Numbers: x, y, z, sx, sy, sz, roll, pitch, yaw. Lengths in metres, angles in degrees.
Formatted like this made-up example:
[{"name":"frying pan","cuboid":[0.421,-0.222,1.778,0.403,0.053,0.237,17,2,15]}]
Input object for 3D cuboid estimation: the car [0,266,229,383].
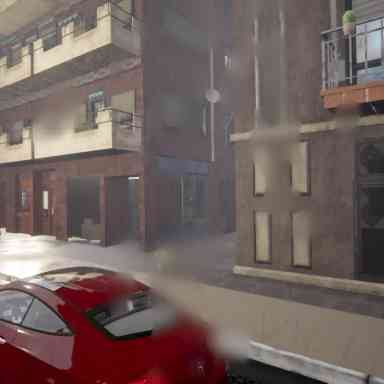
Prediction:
[{"name":"car","cuboid":[-1.581,1.583,3.979,4.206,1.307,1.802,0,-1,36]}]
